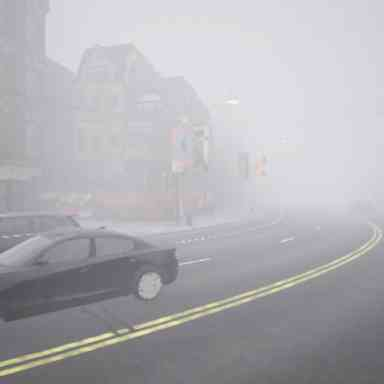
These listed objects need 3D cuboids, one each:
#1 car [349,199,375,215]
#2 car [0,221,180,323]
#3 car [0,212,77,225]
[{"bbox_3d":[19.460,1.627,38.248,2.097,1.767,4.553,0,0,16],"label":"car"},{"bbox_3d":[-2.570,1.506,6.710,5.008,1.535,1.882,0,0,-39],"label":"car"},{"bbox_3d":[-5.107,1.385,9.176,4.553,1.767,2.097,0,0,-39],"label":"car"}]
